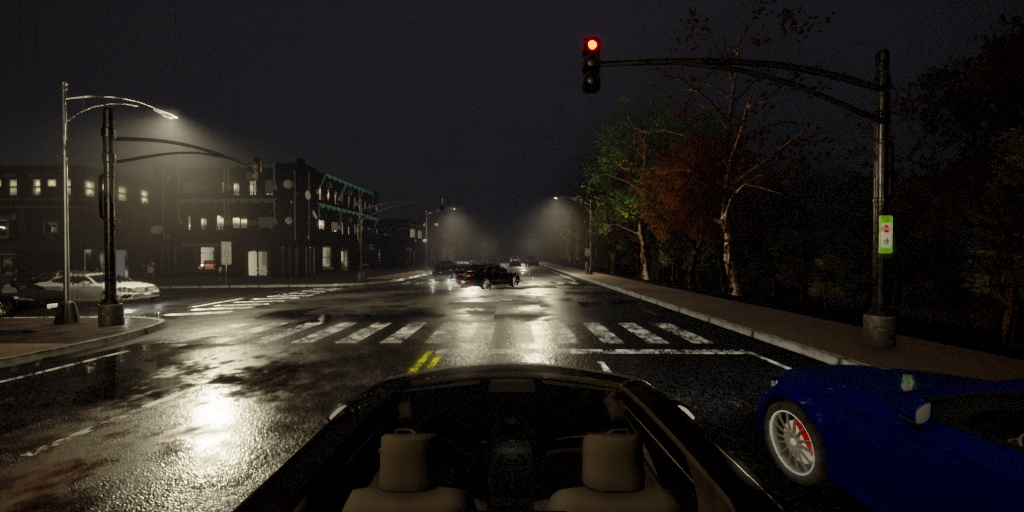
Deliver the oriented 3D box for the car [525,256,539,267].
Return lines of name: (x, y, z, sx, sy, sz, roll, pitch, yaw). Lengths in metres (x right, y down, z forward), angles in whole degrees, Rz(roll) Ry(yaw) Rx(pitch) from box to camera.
car: (3.853, 1.202, 64.701, 1.882, 1.535, 5.008, 0, 0, 1)

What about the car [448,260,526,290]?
car: (-1.431, 1.249, 22.683, 1.837, 1.490, 4.892, 3, 1, 36)

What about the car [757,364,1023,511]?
car: (3.355, 1.276, 1.635, 1.812, 1.442, 4.674, 0, 0, 1)

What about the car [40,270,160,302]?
car: (-19.130, 1.489, 16.524, 4.674, 1.442, 1.812, -1, 1, 0)

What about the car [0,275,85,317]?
car: (-19.854, 1.564, 13.822, 4.313, 1.339, 1.948, 0, 0, 1)

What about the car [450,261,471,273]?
car: (-6.254, 1.335, 44.175, 1.895, 1.301, 4.718, 0, 0, 1)

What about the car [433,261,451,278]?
car: (-6.330, 1.217, 34.738, 1.882, 1.535, 5.008, 0, 0, 1)

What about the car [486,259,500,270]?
car: (-2.908, 1.235, 54.784, 1.837, 1.490, 4.892, 0, 0, 1)

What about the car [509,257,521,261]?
car: (0.609, 1.289, 64.554, 1.994, 1.385, 4.181, 0, 0, 0)
